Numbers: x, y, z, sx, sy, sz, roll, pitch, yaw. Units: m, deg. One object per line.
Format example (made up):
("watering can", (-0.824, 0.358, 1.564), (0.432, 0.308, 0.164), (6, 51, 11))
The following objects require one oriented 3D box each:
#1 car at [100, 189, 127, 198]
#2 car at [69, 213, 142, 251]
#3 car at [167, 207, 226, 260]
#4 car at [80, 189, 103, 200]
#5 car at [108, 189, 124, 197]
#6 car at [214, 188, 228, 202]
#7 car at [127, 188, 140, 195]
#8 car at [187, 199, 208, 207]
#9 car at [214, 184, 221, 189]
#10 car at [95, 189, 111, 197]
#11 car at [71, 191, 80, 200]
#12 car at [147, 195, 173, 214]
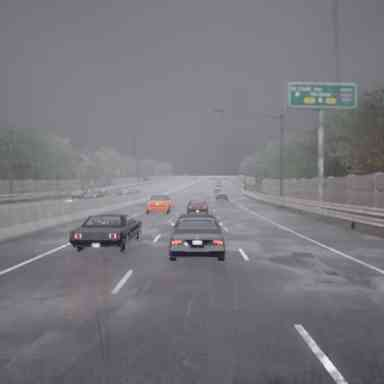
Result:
("car", (-12.751, 0.702, 54.460), (2.128, 1.511, 4.902), (0, 2, 3))
("car", (-3.296, 1.533, 13.743), (1.895, 1.301, 4.718), (0, 1, 1))
("car", (0.182, 1.494, 12.158), (2.033, 1.411, 5.357), (0, 0, 1))
("car", (-16.213, 0.544, 55.164), (2.097, 1.767, 4.553), (0, 2, 3))
("car", (-15.479, 0.096, 68.181), (1.837, 1.490, 4.892), (0, 2, 3))
("car", (4.778, 0.637, 54.004), (1.882, 1.535, 5.008), (0, 2, 2))
("car", (-12.008, 0.020, 67.582), (2.097, 1.767, 4.553), (0, 2, 3))
("car", (0.541, 1.310, 30.659), (1.895, 1.301, 4.718), (0, 1, 2))
("car", (6.819, -0.598, 86.925), (1.882, 1.535, 5.008), (0, 3, 4))
("car", (-18.853, 0.151, 70.430), (1.812, 1.442, 4.674), (0, 2, 3))
("car", (-19.528, 0.572, 58.639), (1.882, 1.535, 5.008), (0, 2, 3))
("car", (-2.936, 1.048, 31.364), (2.097, 1.767, 4.553), (0, 1, 2))
